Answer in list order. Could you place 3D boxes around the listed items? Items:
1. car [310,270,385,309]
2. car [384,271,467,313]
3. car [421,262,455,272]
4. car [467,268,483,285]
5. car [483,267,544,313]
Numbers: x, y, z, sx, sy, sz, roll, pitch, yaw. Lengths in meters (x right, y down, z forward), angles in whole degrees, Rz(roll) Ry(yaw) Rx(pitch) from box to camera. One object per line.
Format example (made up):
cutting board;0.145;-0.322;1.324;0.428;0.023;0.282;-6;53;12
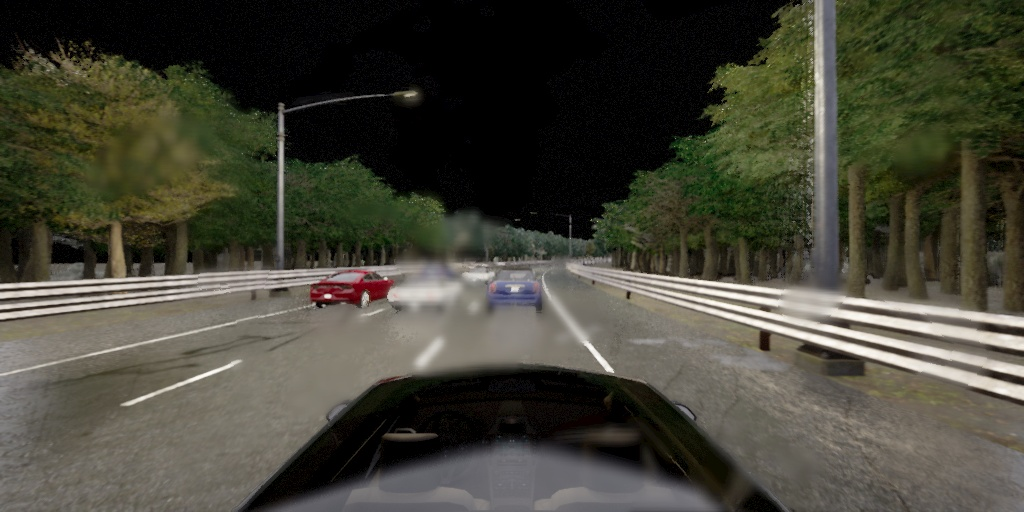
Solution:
car;-6.755;1.364;15.829;1.882;1.535;5.008;0;0;3
car;-3.304;1.478;14.749;1.895;1.301;4.718;0;-1;2
car;-6.050;1.381;29.929;2.097;1.767;4.553;0;-1;4
car;-2.574;1.628;29.537;1.895;1.301;4.718;0;-1;4
car;0.207;1.229;14.825;2.097;1.767;4.553;0;-1;2
